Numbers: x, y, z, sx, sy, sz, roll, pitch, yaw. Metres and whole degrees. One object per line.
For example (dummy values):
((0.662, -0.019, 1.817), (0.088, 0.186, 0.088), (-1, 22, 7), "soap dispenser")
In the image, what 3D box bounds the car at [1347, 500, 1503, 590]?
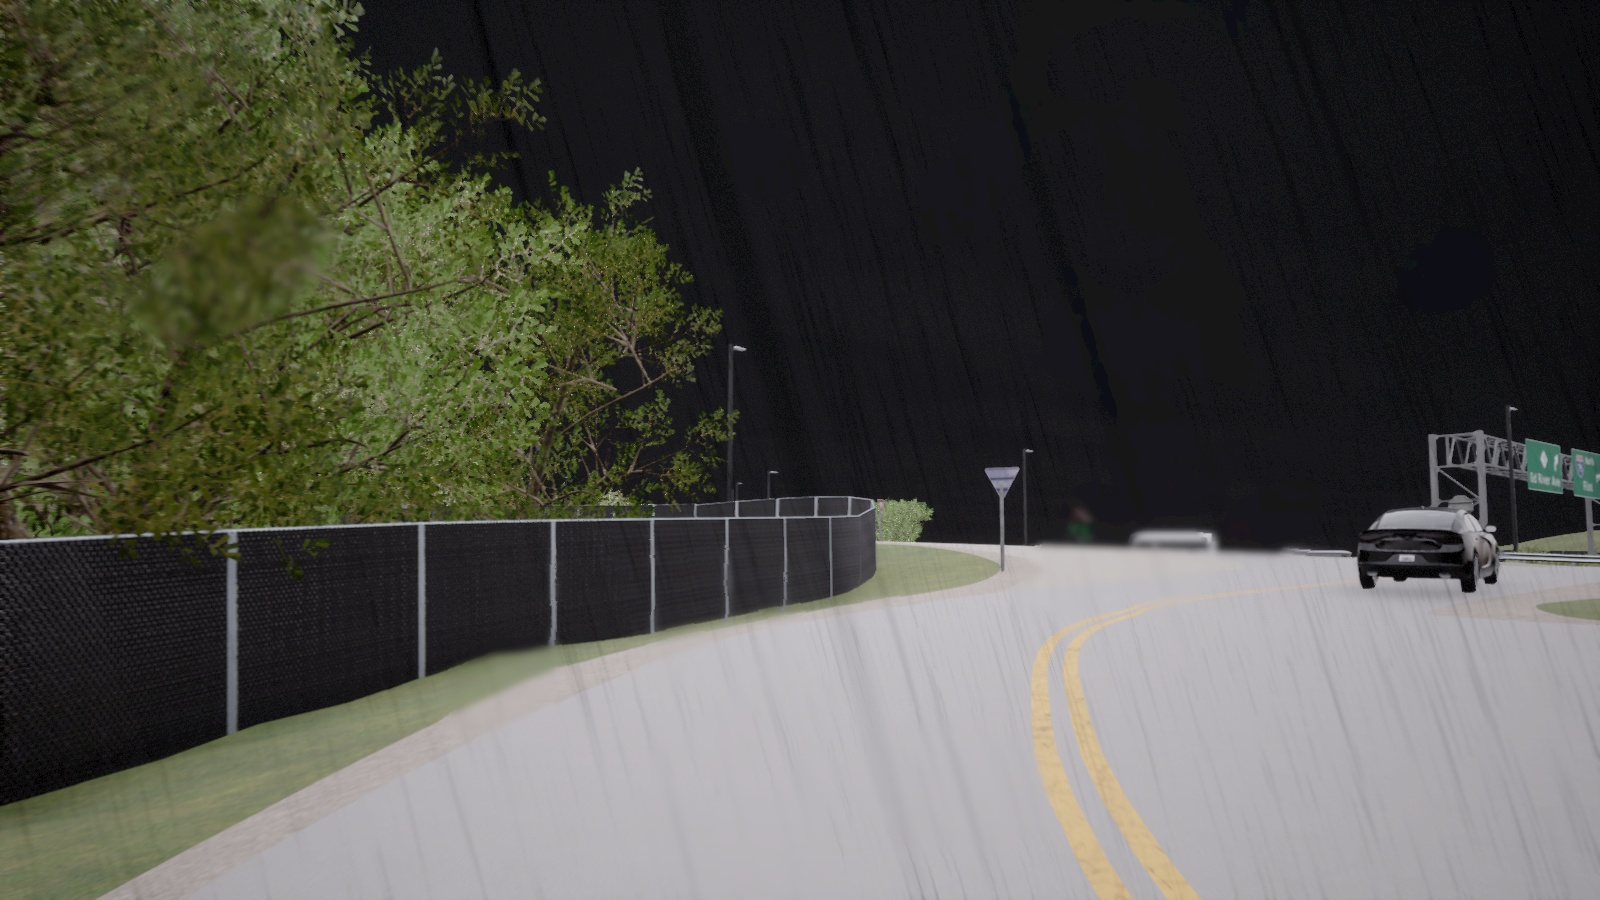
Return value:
((12.065, 1.737, 24.073), (1.882, 1.535, 5.008), (-2, -3, 35), "car")

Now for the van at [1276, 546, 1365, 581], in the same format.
((30.442, 6.624, 73.488), (1.775, 1.987, 4.442), (5, -7, -41), "van")

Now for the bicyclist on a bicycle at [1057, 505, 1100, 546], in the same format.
((11.079, 3.005, 49.992), (0.582, 1.620, 1.656), (5, -6, -41), "bicyclist on a bicycle")
